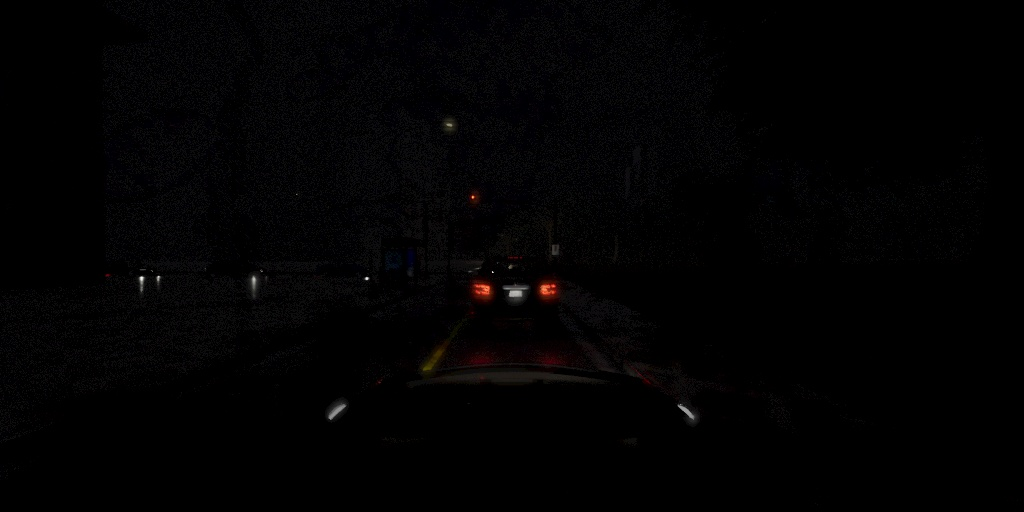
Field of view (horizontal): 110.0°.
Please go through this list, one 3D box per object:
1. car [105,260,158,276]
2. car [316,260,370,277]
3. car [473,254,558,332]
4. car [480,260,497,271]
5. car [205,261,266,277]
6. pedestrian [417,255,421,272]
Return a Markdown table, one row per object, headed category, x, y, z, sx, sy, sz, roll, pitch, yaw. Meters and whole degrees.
| category | x | y | z | sx | sy | sz | roll | pitch | yaw |
| --- | --- | --- | --- | --- | --- | --- | --- | --- | --- |
| car | -35.719 | 1.145 | 33.214 | 4.892 | 1.490 | 1.837 | 0 | 1 | 2 |
| car | -15.160 | 1.176 | 32.680 | 5.008 | 1.535 | 1.882 | 0 | 0 | 0 |
| car | 0.098 | 0.968 | 10.992 | 2.150 | 2.045 | 5.566 | 0 | 0 | 0 |
| car | -3.087 | 1.249 | 48.203 | 2.033 | 1.411 | 5.357 | 0 | 0 | 0 |
| car | -25.346 | 1.175 | 32.938 | 4.892 | 1.490 | 1.837 | 0 | 1 | 1 |
| pedestrian | -10.075 | 0.800 | 38.781 | 0.375 | 1.860 | 0.375 | 0 | 0 | 1 |
